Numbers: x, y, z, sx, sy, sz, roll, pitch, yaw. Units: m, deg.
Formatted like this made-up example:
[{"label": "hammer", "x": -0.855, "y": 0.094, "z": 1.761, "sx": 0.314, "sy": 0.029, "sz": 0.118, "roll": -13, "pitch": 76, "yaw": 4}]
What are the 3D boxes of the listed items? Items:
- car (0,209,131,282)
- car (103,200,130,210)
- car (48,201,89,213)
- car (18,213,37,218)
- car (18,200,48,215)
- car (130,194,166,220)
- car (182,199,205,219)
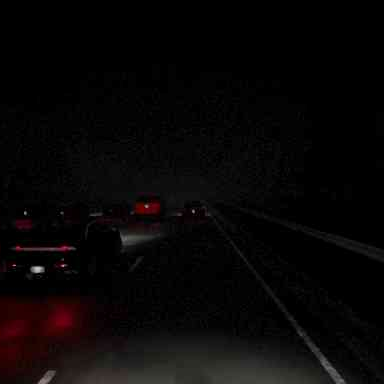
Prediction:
[{"label": "car", "x": -3.398, "y": 1.488, "z": 9.753, "sx": 2.128, "sy": 1.511, "sz": 4.902, "roll": 0, "pitch": 0, "yaw": 0}, {"label": "car", "x": -6.936, "y": 1.465, "z": 31.189, "sx": 1.882, "sy": 1.535, "sz": 5.008, "roll": 0, "pitch": 0, "yaw": 0}, {"label": "car", "x": -10.456, "y": 1.514, "z": 29.131, "sx": 1.812, "sy": 1.442, "sz": 4.674, "roll": 0, "pitch": 0, "yaw": 1}, {"label": "car", "x": -6.898, "y": 1.560, "z": 10.389, "sx": 1.994, "sy": 1.385, "sz": 4.181, "roll": 0, "pitch": 0, "yaw": 0}, {"label": "car", "x": -13.942, "y": 1.495, "z": 30.294, "sx": 1.837, "sy": 1.490, "sz": 4.892, "roll": 0, "pitch": 1, "yaw": 1}, {"label": "car", "x": -3.464, "y": 1.212, "z": 28.239, "sx": 2.150, "sy": 2.045, "sz": 5.566, "roll": 0, "pitch": 0, "yaw": 1}, {"label": "car", "x": 0.109, "y": 1.553, "z": 29.523, "sx": 1.994, "sy": 1.385, "sz": 4.181, "roll": 0, "pitch": 0, "yaw": 0}]
